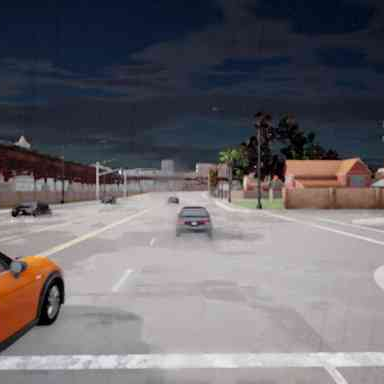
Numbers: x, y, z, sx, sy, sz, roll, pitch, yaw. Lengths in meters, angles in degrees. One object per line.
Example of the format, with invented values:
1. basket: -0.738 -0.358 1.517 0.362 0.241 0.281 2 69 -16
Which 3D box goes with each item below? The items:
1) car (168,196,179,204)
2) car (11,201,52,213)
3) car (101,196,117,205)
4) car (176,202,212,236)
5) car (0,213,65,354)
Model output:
1. car: -3.375 1.446 61.118 1.994 1.385 4.181 0 0 0
2. car: -14.090 1.507 29.349 1.994 1.385 4.181 0 0 0
3. car: -14.034 1.398 56.308 1.837 1.490 4.892 0 0 1
4. car: 0.107 1.513 17.940 2.033 1.411 5.357 0 0 0
5. car: -3.404 1.343 4.248 2.097 1.767 4.553 0 0 2
